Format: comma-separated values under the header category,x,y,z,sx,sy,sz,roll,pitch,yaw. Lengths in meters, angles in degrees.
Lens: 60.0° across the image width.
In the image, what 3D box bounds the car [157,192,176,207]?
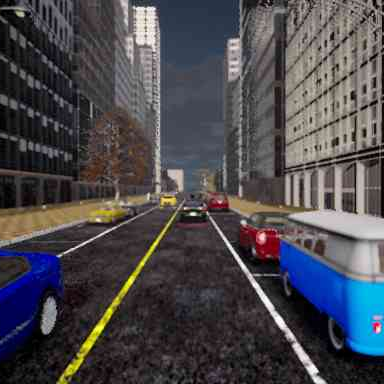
category,x,y,z,sx,sy,sz,roll,pitch,yaw
car,-3.115,1.143,44.645,1.882,1.535,5.008,0,1,0

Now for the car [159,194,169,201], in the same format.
category,x,y,z,sx,sy,sz,roll,pitch,yaw
car,-5.729,1.055,68.346,1.802,1.307,4.206,0,0,0

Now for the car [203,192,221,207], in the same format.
category,x,y,z,sx,sy,sz,roll,pitch,yaw
car,2.667,0.973,45.570,2.192,1.841,5.009,0,0,0

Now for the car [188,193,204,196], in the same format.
category,x,y,z,sx,sy,sz,roll,pitch,yaw
car,0.075,1.118,41.902,2.033,1.649,4.856,0,1,0

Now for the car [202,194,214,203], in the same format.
category,x,y,z,sx,sy,sz,roll,pitch,yaw
car,2.659,1.090,57.125,1.752,1.417,4.829,0,0,0

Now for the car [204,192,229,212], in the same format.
category,x,y,z,sx,sy,sz,roll,pitch,yaw
car,2.673,1.061,34.186,2.192,1.841,5.009,0,0,0

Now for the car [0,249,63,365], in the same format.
category,x,y,z,sx,sy,sz,roll,pitch,yaw
car,-3.104,1.452,3.605,1.882,1.535,5.008,0,0,0

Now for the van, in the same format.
category,x,y,z,sx,sy,sz,roll,pitch,yaw
van,2.690,1.300,5.727,1.690,1.788,3.998,0,0,0

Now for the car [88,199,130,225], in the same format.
category,x,y,z,sx,sy,sz,roll,pitch,yaw
car,-5.702,1.360,22.639,1.752,1.417,4.829,0,0,0

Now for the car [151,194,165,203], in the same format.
category,x,y,z,sx,sy,sz,roll,pitch,yaw
car,-5.722,1.133,56.963,1.947,1.339,4.313,0,0,0

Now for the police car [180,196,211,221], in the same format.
category,x,y,z,sx,sy,sz,roll,pitch,yaw
police car,0.084,1.318,25.080,2.038,1.542,4.974,0,0,0

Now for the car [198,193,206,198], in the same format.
category,x,y,z,sx,sy,sz,roll,pitch,yaw
car,2.641,0.894,85.416,1.947,1.339,4.313,0,0,0

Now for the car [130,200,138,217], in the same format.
category,x,y,z,sx,sy,sz,roll,pitch,yaw
car,-5.705,1.341,28.502,2.008,1.369,4.403,0,0,0

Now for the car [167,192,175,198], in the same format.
category,x,y,z,sx,sy,sz,roll,pitch,yaw
car,-5.743,0.825,91.115,1.887,1.381,4.507,0,0,0

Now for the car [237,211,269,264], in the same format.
category,x,y,z,sx,sy,sz,roll,pitch,yaw
car,2.686,1.358,11.419,1.967,1.590,4.097,0,0,0

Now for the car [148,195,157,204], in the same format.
category,x,y,z,sx,sy,sz,roll,pitch,yaw
car,-5.718,1.164,51.271,2.008,1.369,4.403,0,0,0
